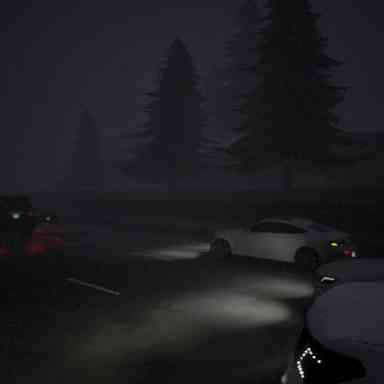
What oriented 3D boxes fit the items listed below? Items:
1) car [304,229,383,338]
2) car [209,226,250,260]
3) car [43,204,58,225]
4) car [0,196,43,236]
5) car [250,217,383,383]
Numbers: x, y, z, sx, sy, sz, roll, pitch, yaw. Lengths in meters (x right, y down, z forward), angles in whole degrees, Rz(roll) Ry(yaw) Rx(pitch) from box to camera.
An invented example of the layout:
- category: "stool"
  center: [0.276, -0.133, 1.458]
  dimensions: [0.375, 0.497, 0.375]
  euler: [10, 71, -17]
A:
- category: "car"
  center: [4.407, 1.540, 5.239]
  dimensions: [4.674, 1.442, 1.812]
  euler: [0, 0, 35]
- category: "car"
  center: [2.752, 1.540, 10.835]
  dimensions: [4.674, 1.442, 1.812]
  euler: [0, 0, 37]
- category: "car"
  center: [-10.821, 1.517, 22.911]
  dimensions: [1.812, 1.442, 4.674]
  euler: [0, 0, -45]
- category: "car"
  center: [-10.069, 1.210, 17.217]
  dimensions: [5.566, 2.045, 2.150]
  euler: [0, 0, 44]
- category: "car"
  center: [3.332, 1.232, 1.693]
  dimensions: [5.566, 2.045, 2.150]
  euler: [0, 0, 35]
